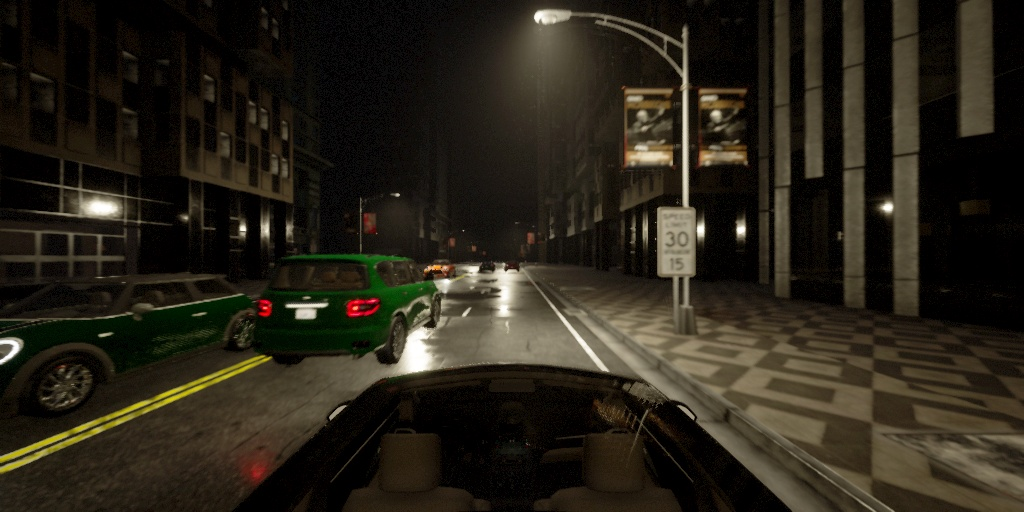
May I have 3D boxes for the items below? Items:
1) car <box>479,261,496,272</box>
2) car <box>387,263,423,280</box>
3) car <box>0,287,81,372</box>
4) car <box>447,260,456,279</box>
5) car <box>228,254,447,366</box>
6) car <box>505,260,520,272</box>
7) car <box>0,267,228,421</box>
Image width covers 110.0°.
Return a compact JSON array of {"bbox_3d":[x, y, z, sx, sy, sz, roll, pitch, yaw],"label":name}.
[{"bbox_3d":[-3.203,1.355,47.701,1.994,1.385,4.181,0,0,1],"label":"car"},{"bbox_3d":[-9.793,1.380,33.146,1.895,1.301,4.718,0,0,1],"label":"car"},{"bbox_3d":[-9.850,1.319,5.272,1.994,1.385,4.181,0,0,0],"label":"car"},{"bbox_3d":[-6.545,1.131,33.104,2.097,1.767,4.553,0,0,1],"label":"car"},{"bbox_3d":[-3.150,0.980,8.166,2.150,2.045,5.566,0,0,0],"label":"car"},{"bbox_3d":[0.051,1.316,48.177,1.812,1.442,4.674,0,0,1],"label":"car"},{"bbox_3d":[-6.599,1.107,5.887,2.097,1.767,4.553,0,0,0],"label":"car"}]
